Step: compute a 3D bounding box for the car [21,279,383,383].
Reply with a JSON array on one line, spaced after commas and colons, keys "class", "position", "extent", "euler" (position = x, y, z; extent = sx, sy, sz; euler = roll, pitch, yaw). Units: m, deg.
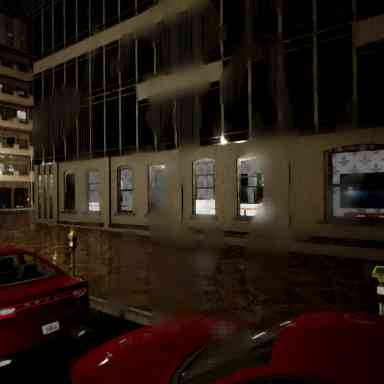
[{"class": "car", "position": [1.016, 1.545, 2.158], "extent": [4.507, 1.381, 1.887], "euler": [0, -1, 35]}]

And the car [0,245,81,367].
[{"class": "car", "position": [-3.561, 1.546, 5.414], "extent": [4.507, 1.381, 1.887], "euler": [0, -1, 35]}]
